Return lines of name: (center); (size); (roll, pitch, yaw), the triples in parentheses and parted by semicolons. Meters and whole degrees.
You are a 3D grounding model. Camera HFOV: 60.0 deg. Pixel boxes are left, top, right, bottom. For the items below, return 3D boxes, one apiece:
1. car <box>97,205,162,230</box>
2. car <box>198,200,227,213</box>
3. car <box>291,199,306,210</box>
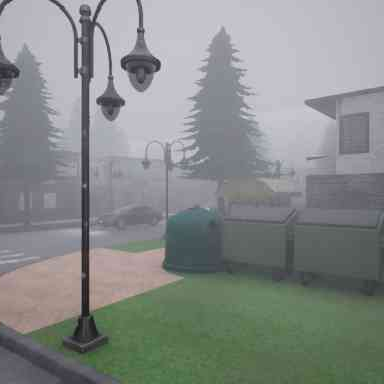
car: (-4.212, 1.662, 22.943); (1.837, 1.490, 4.892); (0, 0, 40)
car: (2.133, 1.509, 29.601); (4.553, 1.767, 2.097); (0, 0, -42)
car: (10.186, 1.510, 35.891); (4.553, 1.767, 2.097); (0, 0, -32)
